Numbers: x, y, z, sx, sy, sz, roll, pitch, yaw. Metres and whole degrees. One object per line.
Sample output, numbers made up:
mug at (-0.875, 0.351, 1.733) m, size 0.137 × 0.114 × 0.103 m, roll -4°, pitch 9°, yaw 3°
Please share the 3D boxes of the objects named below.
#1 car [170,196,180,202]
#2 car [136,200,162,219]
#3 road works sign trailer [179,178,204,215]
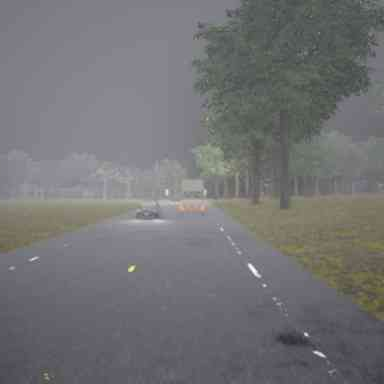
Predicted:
car at (-3.484, 1.433, 69.261) m, size 1.994 × 1.385 × 4.181 m, roll 0°, pitch 0°, yaw 0°
car at (-3.592, 1.455, 28.492) m, size 1.812 × 1.442 × 4.674 m, roll 0°, pitch 0°, yaw 0°
road works sign trailer at (0.019, 0.385, 33.122) m, size 2.380 × 3.560 × 2.880 m, roll 0°, pitch 0°, yaw -1°
